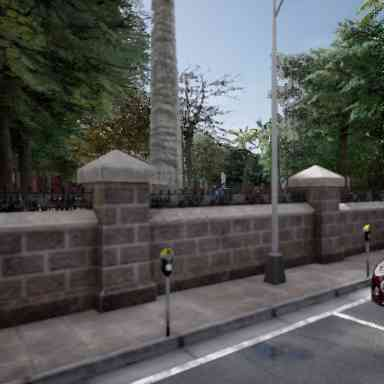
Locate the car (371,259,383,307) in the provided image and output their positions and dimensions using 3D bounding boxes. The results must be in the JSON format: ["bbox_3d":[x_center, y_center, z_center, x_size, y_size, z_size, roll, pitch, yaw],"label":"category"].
[{"bbox_3d":[5.346,1.429,6.627,4.097,1.590,1.967,0,0,-35],"label":"car"}]
